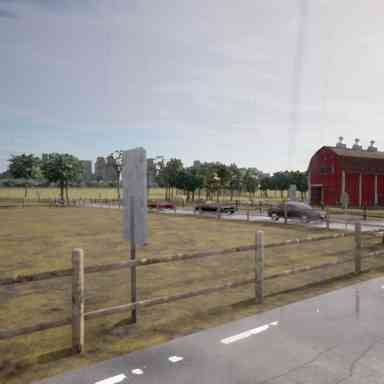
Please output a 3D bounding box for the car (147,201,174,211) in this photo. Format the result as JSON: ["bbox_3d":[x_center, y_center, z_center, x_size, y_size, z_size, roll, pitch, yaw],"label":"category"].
[{"bbox_3d":[-4.010,1.766,43.405,1.895,1.301,4.718,-1,0,-35],"label":"car"}]

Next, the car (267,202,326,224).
[{"bbox_3d":[8.167,1.573,26.166,1.837,1.490,4.892,-1,0,-35],"label":"car"}]

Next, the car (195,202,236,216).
[{"bbox_3d":[2.357,1.697,34.386,1.895,1.301,4.718,-1,0,-35],"label":"car"}]
